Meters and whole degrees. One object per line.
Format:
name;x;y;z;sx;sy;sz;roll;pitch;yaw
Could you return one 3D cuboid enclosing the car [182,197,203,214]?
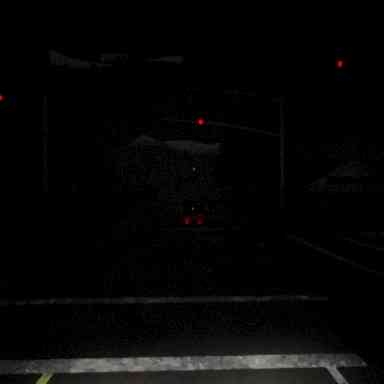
car;0.092;1.263;32.847;2.128;1.511;4.902;-1;1;0
